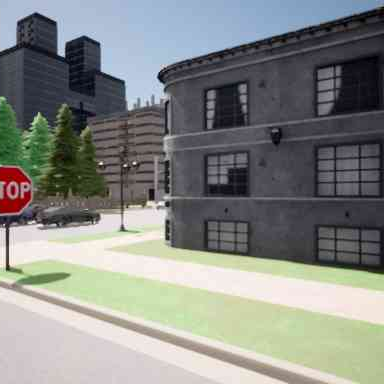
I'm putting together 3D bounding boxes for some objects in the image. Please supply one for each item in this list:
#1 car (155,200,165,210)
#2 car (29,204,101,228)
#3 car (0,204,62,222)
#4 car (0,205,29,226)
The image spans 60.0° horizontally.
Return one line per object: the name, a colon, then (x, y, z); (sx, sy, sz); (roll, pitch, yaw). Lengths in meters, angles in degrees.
car: (-3.040, 1.711, 45.020); (1.812, 1.442, 4.674); (0, 0, 33)
car: (-8.648, 1.650, 23.558); (1.812, 1.442, 4.674); (0, 0, 33)
car: (-13.857, 1.755, 28.714); (1.895, 1.301, 4.718); (0, 0, 33)
car: (-13.429, 1.664, 22.967); (1.812, 1.442, 4.674); (0, 0, 33)
